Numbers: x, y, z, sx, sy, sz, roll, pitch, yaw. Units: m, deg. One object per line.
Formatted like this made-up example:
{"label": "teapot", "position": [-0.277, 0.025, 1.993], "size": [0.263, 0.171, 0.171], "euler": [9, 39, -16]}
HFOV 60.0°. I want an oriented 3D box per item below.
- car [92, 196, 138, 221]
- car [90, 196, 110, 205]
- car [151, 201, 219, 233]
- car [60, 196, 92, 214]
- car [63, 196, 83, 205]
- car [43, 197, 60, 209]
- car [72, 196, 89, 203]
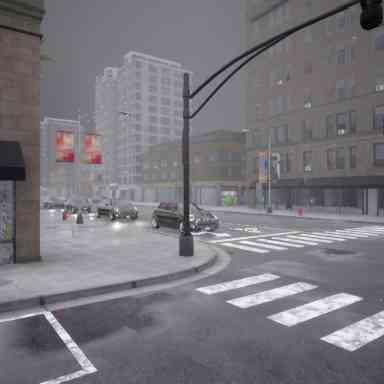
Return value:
{"label": "car", "position": [-6.179, 1.317, 27.155], "size": [2.097, 1.767, 4.553], "euler": [0, 0, -36]}
{"label": "car", "position": [-16.063, 1.409, 57.809], "size": [1.837, 1.490, 4.892], "euler": [0, 0, -36]}
{"label": "car", "position": [-0.496, 1.332, 19.293], "size": [2.097, 1.767, 4.553], "euler": [0, 0, -36]}
{"label": "car", "position": [-12.237, 1.454, 35.549], "size": [1.837, 1.490, 4.892], "euler": [0, 0, -36]}
{"label": "car", "position": [-21.393, 1.450, 59.649], "size": [2.033, 1.411, 5.357], "euler": [0, 0, -36]}
{"label": "car", "position": [-18.296, 1.439, 43.998], "size": [1.837, 1.490, 4.892], "euler": [0, 0, -35]}
{"label": "car", "position": [-22.228, 1.452, 66.335], "size": [1.994, 1.385, 4.181], "euler": [0, 0, -36]}
